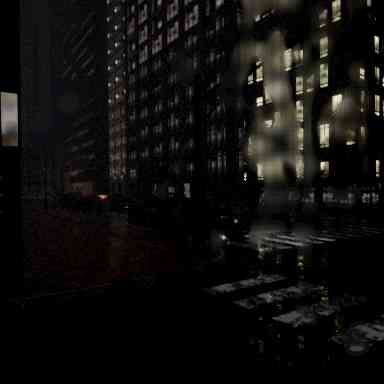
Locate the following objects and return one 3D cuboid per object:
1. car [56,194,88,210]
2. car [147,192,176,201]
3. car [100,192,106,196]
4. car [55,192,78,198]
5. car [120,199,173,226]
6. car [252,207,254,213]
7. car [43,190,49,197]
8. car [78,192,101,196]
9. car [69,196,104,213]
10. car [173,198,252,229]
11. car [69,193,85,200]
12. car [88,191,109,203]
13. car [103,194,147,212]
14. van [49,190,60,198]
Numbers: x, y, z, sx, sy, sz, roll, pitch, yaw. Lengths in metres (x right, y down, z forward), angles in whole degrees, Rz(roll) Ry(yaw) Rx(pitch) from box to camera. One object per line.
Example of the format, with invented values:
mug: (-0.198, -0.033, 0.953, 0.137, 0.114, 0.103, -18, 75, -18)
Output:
car: (-13.717, 1.289, 38.065, 2.008, 1.369, 4.403, -1, 1, -35)
car: (-3.640, 0.964, 38.205, 2.192, 1.841, 5.009, -1, 1, -35)
car: (-11.956, 1.009, 51.063, 1.837, 1.490, 4.892, -1, 1, -35)
car: (-18.703, 1.108, 50.018, 1.812, 1.442, 4.674, -1, 1, -34)
car: (-2.886, 1.455, 22.399, 2.008, 1.369, 4.403, -1, 1, -35)
car: (3.110, 1.279, 28.348, 1.752, 1.417, 4.829, -1, 1, -35)
car: (-35.652, 0.689, 84.657, 2.008, 1.369, 4.403, -1, 1, -35)
car: (-15.208, 1.092, 50.414, 2.033, 1.411, 5.357, -1, 1, -33)
car: (-10.515, 1.354, 33.420, 1.947, 1.339, 4.313, -1, 1, -35)
car: (1.129, 1.383, 21.061, 2.128, 1.511, 4.902, -1, 1, -34)
car: (-22.847, 0.890, 66.078, 1.887, 1.381, 4.507, -1, 1, -35)
car: (-15.939, 0.796, 56.782, 2.097, 1.767, 4.553, -1, 1, -35)
car: (-6.585, 1.277, 32.268, 1.837, 1.490, 4.892, -1, 1, -35)
van: (-32.450, 0.532, 80.010, 1.690, 1.788, 3.998, -1, 1, -35)
